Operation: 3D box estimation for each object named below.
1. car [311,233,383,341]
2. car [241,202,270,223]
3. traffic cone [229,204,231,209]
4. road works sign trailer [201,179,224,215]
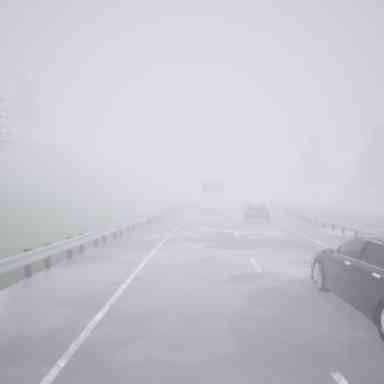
[{"bbox_3d":[3.730,1.514,6.055,1.837,1.490,4.892,0,0,1],"label":"car"},{"bbox_3d":[4.944,1.510,26.074,2.128,1.511,4.902,0,0,5],"label":"car"},{"bbox_3d":[4.635,1.980,41.373,0.340,0.580,0.340,0,0,8],"label":"traffic cone"},{"bbox_3d":[2.171,0.482,34.656,2.380,3.560,2.880,0,0,8],"label":"road works sign trailer"}]
